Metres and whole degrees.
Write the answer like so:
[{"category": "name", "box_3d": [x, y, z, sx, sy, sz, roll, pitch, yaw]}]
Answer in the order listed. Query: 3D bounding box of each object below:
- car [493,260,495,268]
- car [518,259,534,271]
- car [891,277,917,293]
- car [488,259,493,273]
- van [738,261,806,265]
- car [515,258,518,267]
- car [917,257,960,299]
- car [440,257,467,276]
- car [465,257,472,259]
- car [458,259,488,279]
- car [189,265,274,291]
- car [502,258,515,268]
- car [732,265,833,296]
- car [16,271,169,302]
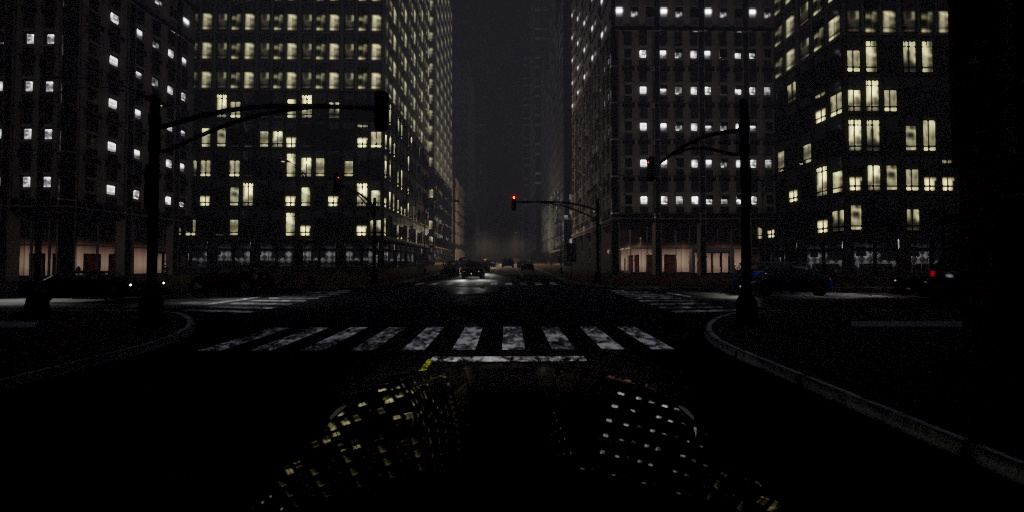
[{"category": "car", "box_3d": [-3.885, 1.321, 63.340, 2.033, 1.411, 5.357, 0, 0, 0]}, {"category": "car", "box_3d": [2.055, 1.350, 48.362, 1.802, 1.307, 4.207, 0, 0, -1]}, {"category": "car", "box_3d": [23.562, 1.435, 19.334, 4.718, 1.301, 1.895, 0, -1, -1]}, {"category": "car", "box_3d": [-3.671, 1.367, 43.750, 1.895, 1.301, 4.718, 0, 0, -1]}, {"category": "van", "box_3d": [15.710, 1.210, 21.824, 3.998, 1.789, 1.690, 0, 0, -1]}, {"category": "car", "box_3d": [1.901, 1.298, 59.687, 1.751, 1.417, 4.829, 0, 0, -1]}, {"category": "car", "box_3d": [22.286, 0.989, 16.120, 5.566, 2.045, 2.150, 0, -1, -1]}, {"category": "car", "box_3d": [-6.171, 1.203, 37.036, 1.967, 1.591, 4.097, 0, 0, -1]}, {"category": "car", "box_3d": [-6.324, 1.082, 48.186, 2.192, 1.841, 5.009, 0, 0, -1]}, {"category": "car", "box_3d": [-3.529, 1.266, 33.225, 1.837, 1.490, 4.892, 0, 0, -1]}, {"category": "car", "box_3d": [-16.762, 1.255, 21.453, 4.097, 1.591, 1.967, 0, 0, -1]}, {"category": "car", "box_3d": [-0.746, 1.126, 63.985, 2.097, 1.767, 4.553, 0, 0, -1]}, {"category": "car", "box_3d": [14.519, 1.342, 19.228, 4.674, 1.442, 1.812, 0, -1, -2]}, {"category": "car", "box_3d": [-18.068, 1.300, 15.661, 4.718, 1.301, 1.895, 0, -1, -1]}]
